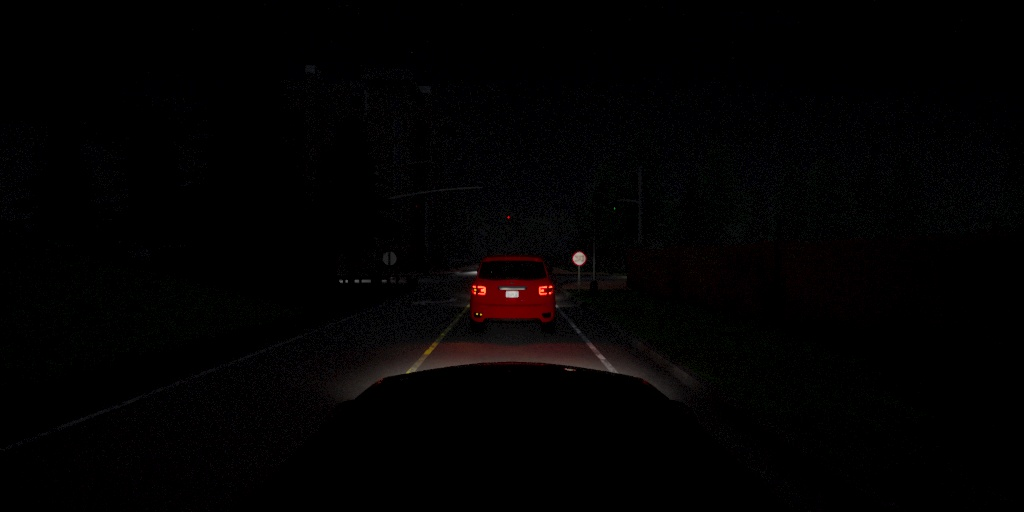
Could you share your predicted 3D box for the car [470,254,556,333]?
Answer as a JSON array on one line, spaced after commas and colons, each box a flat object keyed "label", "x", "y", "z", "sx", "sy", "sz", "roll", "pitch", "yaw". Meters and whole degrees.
[{"label": "car", "x": 0.055, "y": 0.971, "z": 10.914, "sx": 2.150, "sy": 2.045, "sz": 5.566, "roll": 0, "pitch": 0, "yaw": 1}]

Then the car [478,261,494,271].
[{"label": "car", "x": -3.529, "y": 1.350, "z": 50.086, "sx": 1.895, "sy": 1.301, "sz": 4.718, "roll": 0, "pitch": 0, "yaw": 0}]
